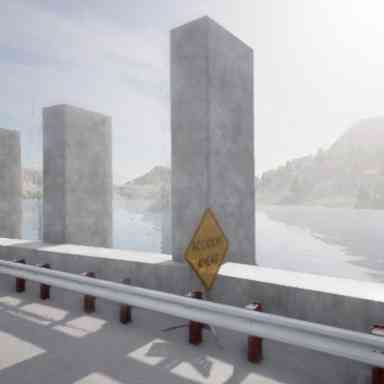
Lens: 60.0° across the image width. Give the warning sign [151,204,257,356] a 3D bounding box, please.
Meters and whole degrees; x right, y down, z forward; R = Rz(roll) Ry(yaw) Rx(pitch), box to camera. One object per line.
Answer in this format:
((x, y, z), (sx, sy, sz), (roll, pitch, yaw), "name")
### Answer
((0.218, 1.143, 5.030), (1.060, 1.860, 1.300), (-1, 0, 35), "warning sign")
